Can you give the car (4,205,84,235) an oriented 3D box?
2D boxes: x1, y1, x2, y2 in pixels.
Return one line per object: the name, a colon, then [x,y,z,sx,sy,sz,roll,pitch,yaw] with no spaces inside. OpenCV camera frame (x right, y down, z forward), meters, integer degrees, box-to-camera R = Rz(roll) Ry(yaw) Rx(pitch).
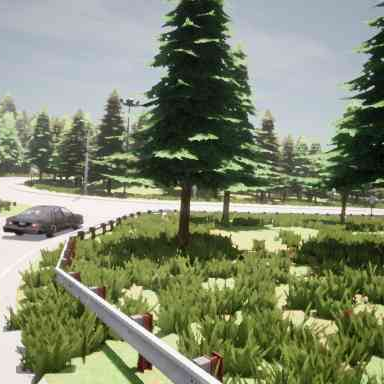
car: [-7.408,1.414,17.304,2.033,1.411,5.357,4,1,3]
